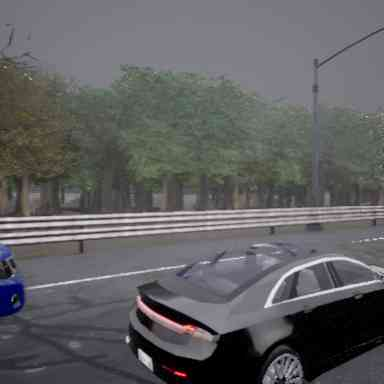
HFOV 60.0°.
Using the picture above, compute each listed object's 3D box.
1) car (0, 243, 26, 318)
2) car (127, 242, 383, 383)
[{"bbox_3d":[-5.282,1.180,4.293,5.566,2.045,2.150,0,0,-36],"label":"car"},{"bbox_3d":[1.512,1.503,4.792,4.902,1.511,2.128,0,0,-35],"label":"car"}]
